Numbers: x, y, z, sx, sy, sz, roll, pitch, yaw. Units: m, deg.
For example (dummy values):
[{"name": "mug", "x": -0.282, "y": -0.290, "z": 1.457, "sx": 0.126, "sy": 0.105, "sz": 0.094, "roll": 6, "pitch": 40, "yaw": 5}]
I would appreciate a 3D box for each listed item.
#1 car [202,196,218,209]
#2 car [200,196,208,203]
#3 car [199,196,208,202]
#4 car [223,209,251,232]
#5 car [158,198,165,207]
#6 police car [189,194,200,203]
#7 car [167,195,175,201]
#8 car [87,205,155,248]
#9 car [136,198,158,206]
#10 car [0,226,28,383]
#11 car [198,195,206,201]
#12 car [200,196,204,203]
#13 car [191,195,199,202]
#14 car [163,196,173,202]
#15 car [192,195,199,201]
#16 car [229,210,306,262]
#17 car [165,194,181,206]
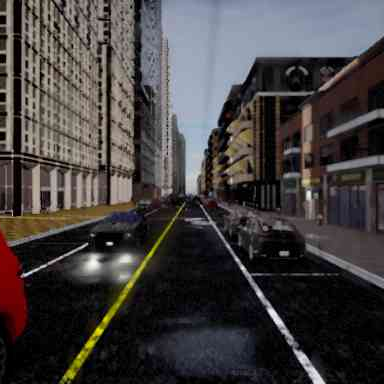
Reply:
[{"name": "car", "x": 2.683, "y": 1.621, "z": 45.770, "sx": 1.802, "sy": 1.307, "sz": 4.206, "roll": 0, "pitch": 0, "yaw": 0}, {"name": "car", "x": 2.678, "y": 1.601, "z": 74.182, "sx": 1.752, "sy": 1.417, "sz": 4.829, "roll": 0, "pitch": 0, "yaw": 0}, {"name": "car", "x": 2.678, "y": 1.650, "z": 79.661, "sx": 1.947, "sy": 1.339, "sz": 4.313, "roll": 0, "pitch": 0, "yaw": 0}, {"name": "car", "x": 2.689, "y": 1.563, "z": 17.527, "sx": 2.008, "sy": 1.369, "sz": 4.403, "roll": 0, "pitch": 0, "yaw": 0}, {"name": "car", "x": -5.698, "y": 1.590, "z": 51.417, "sx": 1.887, "sy": 1.381, "sz": 4.507, "roll": 0, "pitch": 0, "yaw": 0}, {"name": "police car", "x": 0.888, "y": 1.494, "z": 69.185, "sx": 1.930, "sy": 1.638, "sz": 5.238, "roll": 0, "pitch": 0, "yaw": 0}, {"name": "car", "x": -5.705, "y": 1.654, "z": 90.956, "sx": 2.008, "sy": 1.369, "sz": 4.403, "roll": 0, "pitch": 0, "yaw": 0}, {"name": "car", "x": -3.081, "y": 1.558, "z": 15.156, "sx": 2.033, "sy": 1.411, "sz": 5.357, "roll": 0, "pitch": 0, "yaw": 0}, {"name": "car", "x": -5.696, "y": 1.583, "z": 40.119, "sx": 2.008, "sy": 1.369, "sz": 4.403, "roll": 0, "pitch": 0, "yaw": 0}, {"name": "car", "x": -3.093, "y": 1.220, "z": 1.831, "sx": 2.150, "sy": 2.045, "sz": 5.566, "roll": 0, "pitch": 0, "yaw": 0}, {"name": "car", "x": 2.675, "y": 1.654, "z": 90.958, "sx": 2.008, "sy": 1.369, "sz": 4.403, "roll": 0, "pitch": 0, "yaw": 0}, {"name": "car", "x": 2.682, "y": 1.486, "z": 51.419, "sx": 1.967, "sy": 1.590, "sz": 4.097, "roll": 0, "pitch": 0, "yaw": 0}, {"name": "car", "x": 0.774, "y": 1.561, "z": 79.076, "sx": 1.882, "sy": 1.535, "sz": 5.008, "roll": 0, "pitch": 0, "yaw": 0}, {"name": "car", "x": -5.704, "y": 1.650, "z": 79.659, "sx": 1.947, "sy": 1.339, "sz": 4.313, "roll": 0, "pitch": 0, "yaw": 0}, {"name": "car", "x": 0.885, "y": 1.598, "z": 85.075, "sx": 1.837, "sy": 1.490, "sz": 4.892, "roll": 0, "pitch": 0, "yaw": 0}, {"name": "car", "x": 2.689, "y": 1.559, "z": 11.879, "sx": 2.008, "sy": 1.369, "sz": 4.403, "roll": 0, "pitch": 0, "yaw": 0}, {"name": "car", "x": -3.069, "y": 1.270, "z": 55.053, "sx": 2.150, "sy": 2.045, "sz": 5.566, "roll": 0, "pitch": 0, "yaw": 1}]
